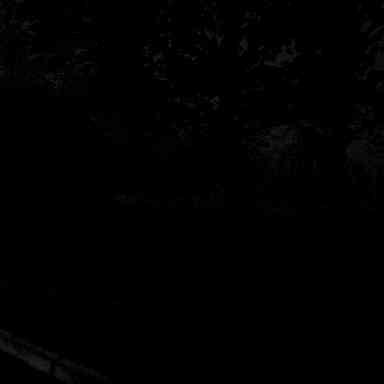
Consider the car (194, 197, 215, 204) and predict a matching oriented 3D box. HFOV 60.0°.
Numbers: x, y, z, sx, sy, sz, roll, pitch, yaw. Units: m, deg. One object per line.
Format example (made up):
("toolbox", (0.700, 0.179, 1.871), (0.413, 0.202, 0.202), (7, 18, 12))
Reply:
("car", (2.883, 2.156, 91.807), (2.435, 2.045, 5.566), (5, 1, 43))
